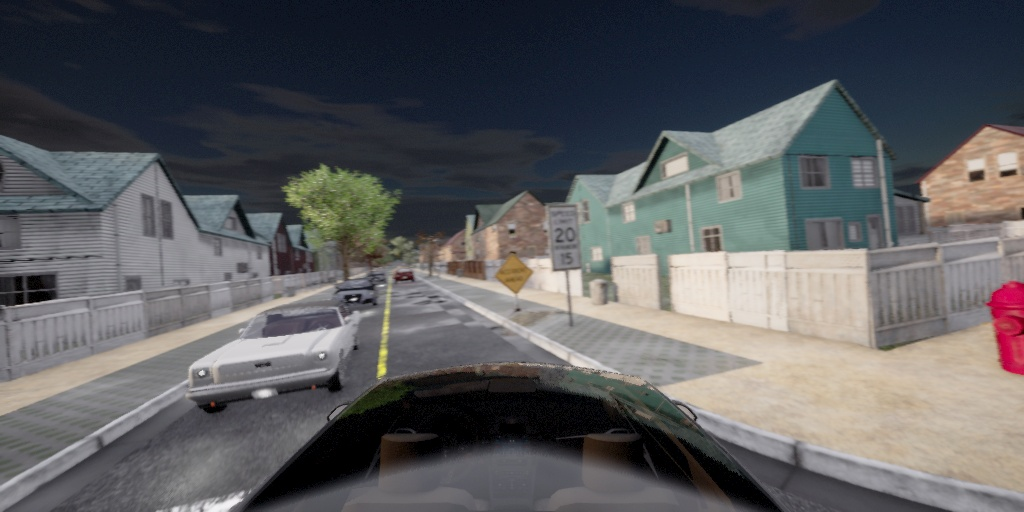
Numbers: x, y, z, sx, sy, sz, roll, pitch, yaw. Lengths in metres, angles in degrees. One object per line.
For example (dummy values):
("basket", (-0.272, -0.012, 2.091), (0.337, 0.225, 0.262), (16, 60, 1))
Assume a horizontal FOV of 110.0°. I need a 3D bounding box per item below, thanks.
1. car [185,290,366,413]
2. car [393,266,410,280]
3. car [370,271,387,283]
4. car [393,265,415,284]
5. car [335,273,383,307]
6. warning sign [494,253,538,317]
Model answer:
("car", (-4.145, 1.642, 7.062), (1.895, 1.301, 4.718), (-4, 0, -19))
("car", (-14.835, 2.229, 48.031), (1.882, 1.535, 5.008), (-4, 0, -18))
("car", (-14.753, 2.324, 39.053), (1.994, 1.385, 4.181), (-4, 0, -18))
("car", (-11.235, 1.981, 37.374), (1.882, 1.535, 5.008), (-4, 0, -18))
("car", (-7.930, 1.859, 18.387), (1.994, 1.385, 4.181), (-4, 0, -18))
("warning sign", (0.186, 0.832, 11.099), (1.300, 1.860, 1.060), (0, 0, -19))
